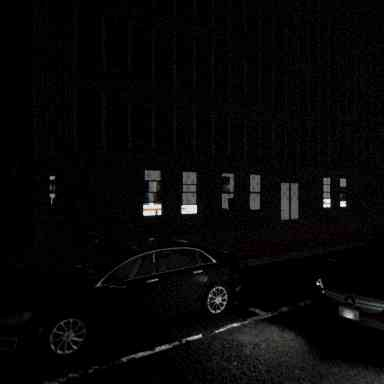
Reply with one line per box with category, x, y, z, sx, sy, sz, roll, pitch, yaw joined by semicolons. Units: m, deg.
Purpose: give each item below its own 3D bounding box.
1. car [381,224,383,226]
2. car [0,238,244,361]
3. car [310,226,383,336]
car;8.237;1.584;12.433;4.206;1.307;1.802;0;0;-35
car;-1.032;1.551;5.824;4.403;1.369;2.008;0;0;-35
car;4.206;1.527;6.255;4.674;1.442;1.812;0;0;-35
